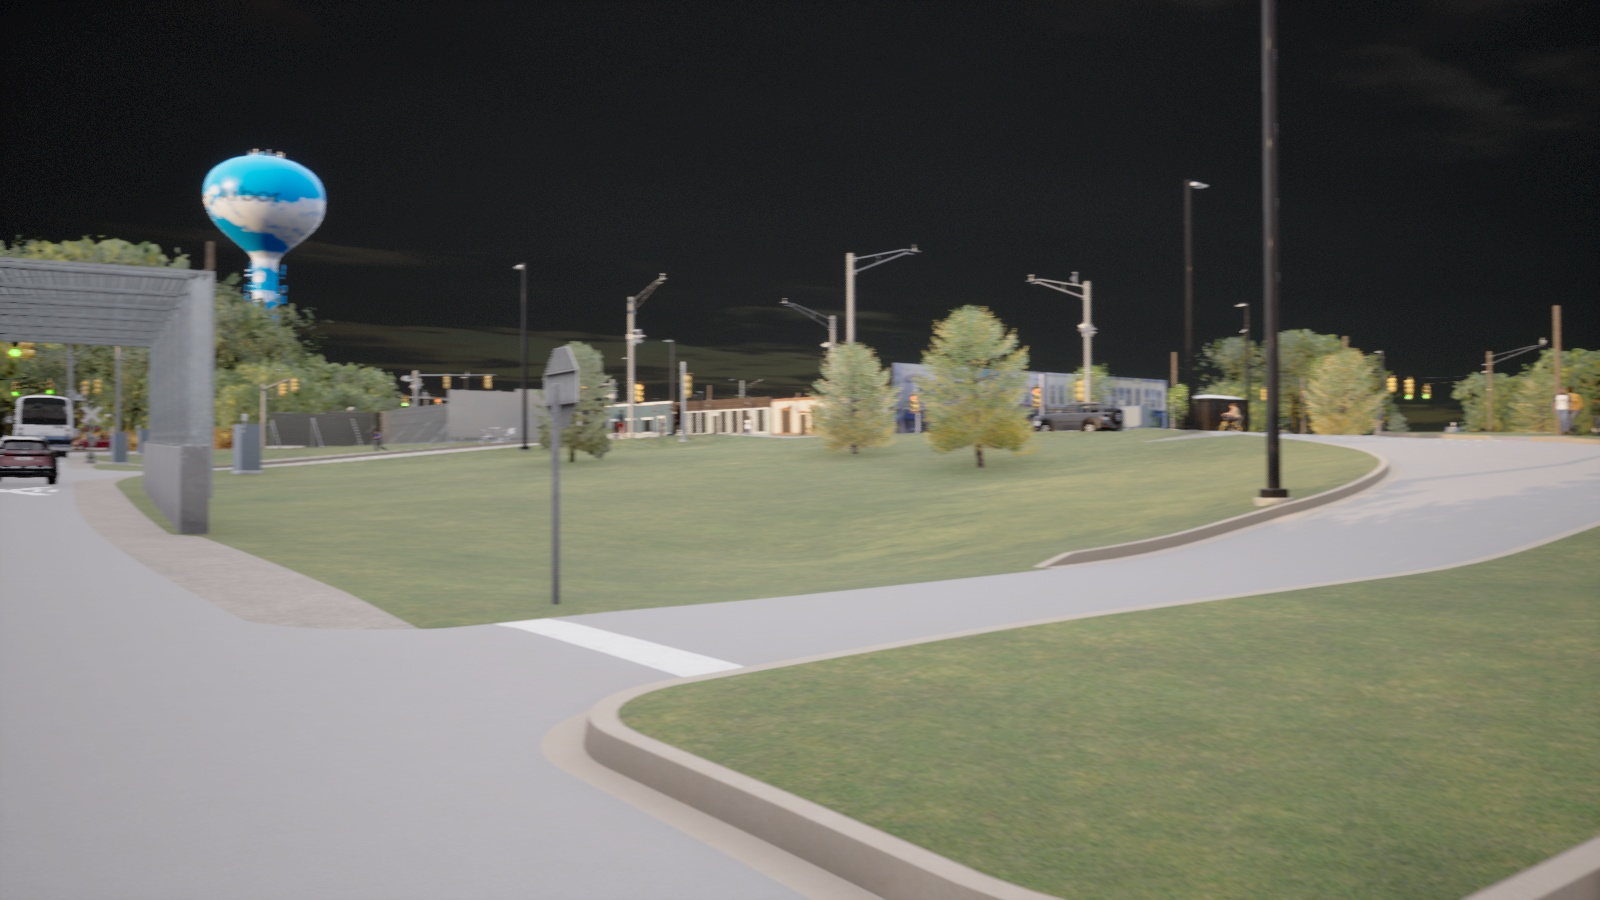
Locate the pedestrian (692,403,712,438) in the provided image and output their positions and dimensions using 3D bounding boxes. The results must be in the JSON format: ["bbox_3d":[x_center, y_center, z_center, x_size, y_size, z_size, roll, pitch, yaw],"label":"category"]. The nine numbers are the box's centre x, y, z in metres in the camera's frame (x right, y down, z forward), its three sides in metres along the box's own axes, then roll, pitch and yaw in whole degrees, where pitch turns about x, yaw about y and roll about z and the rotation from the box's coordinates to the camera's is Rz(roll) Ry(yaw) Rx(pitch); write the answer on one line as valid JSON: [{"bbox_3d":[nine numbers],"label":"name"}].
[{"bbox_3d":[-5.318,-1.591,68.086,0.899,1.844,0.634,-1,-2,45],"label":"pedestrian"}]

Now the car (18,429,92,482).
[{"bbox_3d":[-25.474,0.152,43.016,2.033,1.649,4.856,1,0,-30],"label":"car"}]

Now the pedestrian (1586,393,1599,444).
[{"bbox_3d":[29.574,-1.158,46.190,0.900,1.855,0.874,1,-1,-39],"label":"pedestrian"}]

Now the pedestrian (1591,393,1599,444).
[{"bbox_3d":[29.072,-1.144,45.797,0.354,1.836,0.706,0,-1,34],"label":"pedestrian"}]

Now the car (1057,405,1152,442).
[{"bbox_3d":[16.090,-1.383,66.600,1.932,1.855,4.605,1,-1,-41],"label":"car"}]
